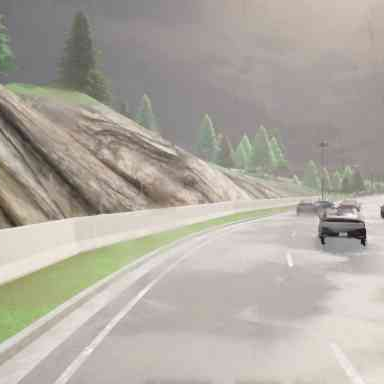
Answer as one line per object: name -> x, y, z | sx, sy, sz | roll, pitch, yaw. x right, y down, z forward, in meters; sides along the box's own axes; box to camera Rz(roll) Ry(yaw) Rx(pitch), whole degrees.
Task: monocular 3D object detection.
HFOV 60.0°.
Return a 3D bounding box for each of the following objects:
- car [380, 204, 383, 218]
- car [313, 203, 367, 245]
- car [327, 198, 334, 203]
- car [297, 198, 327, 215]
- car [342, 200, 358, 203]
car -> 17.938, 1.600, 29.741 | 1.895, 1.301, 4.718 | 0, 0, 29
car -> 7.013, 1.491, 15.720 | 2.128, 1.511, 4.902 | 0, 0, 21
car -> 16.616, 1.492, 41.737 | 2.128, 1.511, 4.902 | 0, 0, 29
car -> 11.645, 1.490, 32.830 | 2.128, 1.511, 4.902 | 0, 0, 29
car -> 15.213, 1.526, 32.028 | 1.812, 1.442, 4.674 | 0, 0, 29
